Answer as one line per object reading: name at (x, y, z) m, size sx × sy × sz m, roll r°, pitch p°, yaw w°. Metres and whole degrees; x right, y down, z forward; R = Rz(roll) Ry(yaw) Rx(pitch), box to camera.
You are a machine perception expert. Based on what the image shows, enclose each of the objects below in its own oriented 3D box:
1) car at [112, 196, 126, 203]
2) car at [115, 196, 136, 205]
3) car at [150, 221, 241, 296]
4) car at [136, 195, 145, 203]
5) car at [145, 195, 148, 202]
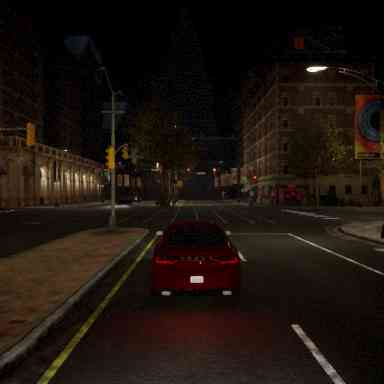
car at (-14.987, 1.594, 68.874) m, size 1.895 × 1.301 × 4.718 m, roll 0°, pitch 0°, yaw 0°
car at (-11.759, 1.601, 58.746) m, size 1.895 × 1.301 × 4.718 m, roll 0°, pitch 0°, yaw 0°
car at (0.053, 1.478, 8.674) m, size 1.882 × 1.535 × 5.008 m, roll 0°, pitch 0°, yaw -1°
car at (-11.737, 1.540, 68.820) m, size 2.033 × 1.411 × 5.357 m, roll 0°, pitch 0°, yaw 0°
car at (-11.774, 1.477, 79.299) m, size 1.882 × 1.535 × 5.008 m, roll 0°, pitch 0°, yaw 0°
